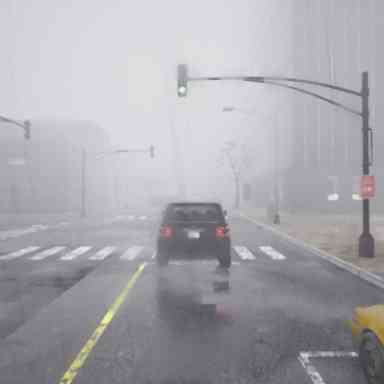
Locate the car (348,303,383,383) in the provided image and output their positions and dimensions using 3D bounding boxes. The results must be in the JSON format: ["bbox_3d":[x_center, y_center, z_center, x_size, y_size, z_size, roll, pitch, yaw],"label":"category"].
[{"bbox_3d":[2.839,1.526,2.363,1.752,1.417,4.829,1,0,0],"label":"car"}]

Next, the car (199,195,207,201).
[{"bbox_3d":[2.701,1.574,84.420,1.887,1.381,4.507,1,0,0],"label":"car"}]

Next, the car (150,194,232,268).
[{"bbox_3d":[0.069,1.226,11.449,2.150,2.045,5.566,0,0,0],"label":"car"}]

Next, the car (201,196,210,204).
[{"bbox_3d":[2.701,1.549,67.986,1.752,1.417,4.829,1,0,0],"label":"car"}]

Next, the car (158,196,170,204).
[{"bbox_3d":[-5.680,1.589,67.827,1.947,1.339,4.313,1,0,0],"label":"car"}]

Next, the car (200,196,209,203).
[{"bbox_3d":[2.701,1.551,73.520,1.752,1.417,4.829,1,0,0],"label":"car"}]

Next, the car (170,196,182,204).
[{"bbox_3d":[-3.028,1.499,64.136,1.882,1.535,5.008,0,0,1],"label":"car"}]

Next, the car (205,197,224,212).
[{"bbox_3d":[2.703,1.453,40.141,1.967,1.590,4.097,1,0,0],"label":"car"}]

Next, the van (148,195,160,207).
[{"bbox_3d":[-5.676,1.358,51.224,1.690,1.788,3.998,1,0,0],"label":"van"}]

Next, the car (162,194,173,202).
[{"bbox_3d":[-5.676,1.342,78.896,2.192,1.841,5.009,1,0,0],"label":"car"}]

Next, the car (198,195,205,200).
[{"bbox_3d":[2.701,1.559,95.659,1.752,1.417,4.829,1,0,0],"label":"car"}]

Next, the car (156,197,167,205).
[{"bbox_3d":[-5.680,1.603,62.293,1.802,1.307,4.206,1,0,0],"label":"car"}]
